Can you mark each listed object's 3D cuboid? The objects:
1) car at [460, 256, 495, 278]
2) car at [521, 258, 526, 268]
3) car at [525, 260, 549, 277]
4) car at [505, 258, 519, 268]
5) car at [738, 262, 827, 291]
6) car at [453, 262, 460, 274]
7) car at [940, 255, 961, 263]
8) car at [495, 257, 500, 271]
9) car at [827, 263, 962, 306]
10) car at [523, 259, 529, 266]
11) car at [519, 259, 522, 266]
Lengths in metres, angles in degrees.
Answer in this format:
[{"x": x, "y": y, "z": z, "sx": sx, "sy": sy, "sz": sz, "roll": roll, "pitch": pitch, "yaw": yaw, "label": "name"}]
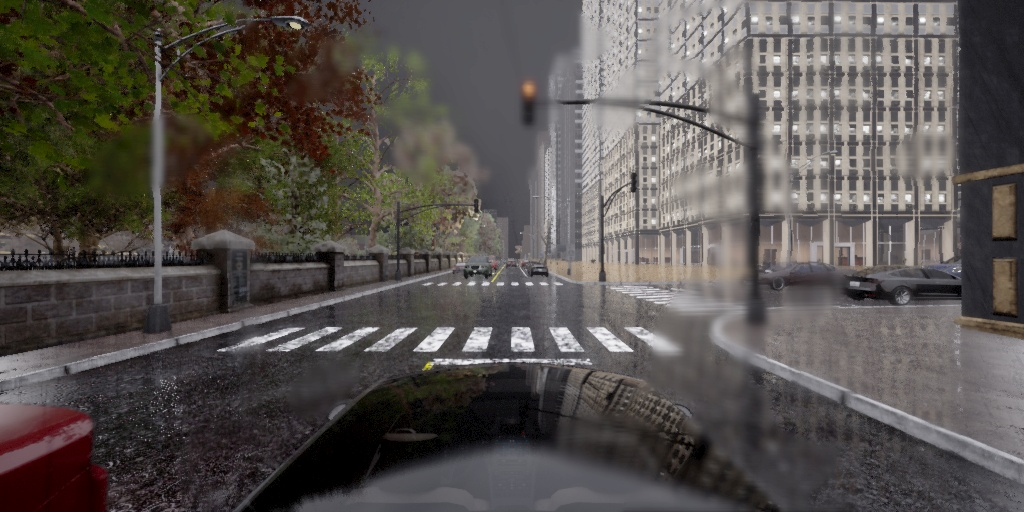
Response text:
[{"x": -3.132, "y": 0.985, "z": 33.817, "sx": 2.150, "sy": 2.045, "sz": 5.566, "roll": 0, "pitch": 0, "yaw": 2, "label": "car"}, {"x": 2.604, "y": 1.338, "z": 46.985, "sx": 1.948, "sy": 1.339, "sz": 4.313, "roll": 0, "pitch": 0, "yaw": 0, "label": "car"}, {"x": 2.625, "y": 1.330, "z": 35.720, "sx": 1.948, "sy": 1.339, "sz": 4.313, "roll": 0, "pitch": 0, "yaw": 0, "label": "car"}, {"x": -0.116, "y": 1.294, "z": 62.551, "sx": 1.837, "sy": 1.490, "sz": 4.892, "roll": 0, "pitch": 0, "yaw": 0, "label": "car"}, {"x": 15.107, "y": 1.025, "z": 18.958, "sx": 5.357, "sy": 1.411, "sz": 2.033, "roll": -1, "pitch": 0, "yaw": 0, "label": "car"}, {"x": -5.766, "y": 1.350, "z": 41.337, "sx": 1.802, "sy": 1.307, "sz": 4.207, "roll": 0, "pitch": 0, "yaw": 0, "label": "car"}, {"x": 24.505, "y": 0.669, "z": 19.025, "sx": 4.553, "sy": 1.767, "sz": 2.097, "roll": -1, "pitch": 0, "yaw": 0, "label": "car"}, {"x": -3.191, "y": 1.000, "z": 50.716, "sx": 2.150, "sy": 2.045, "sz": 5.566, "roll": 0, "pitch": 0, "yaw": 0, "label": "car"}, {"x": 14.663, "y": 1.026, "z": 13.160, "sx": 4.313, "sy": 1.339, "sz": 1.948, "roll": 0, "pitch": 0, "yaw": 0, "label": "car"}, {"x": 2.615, "y": 1.334, "z": 41.353, "sx": 1.948, "sy": 1.339, "sz": 4.313, "roll": 0, "pitch": 0, "yaw": 0, "label": "car"}, {"x": 2.573, "y": 1.336, "z": 63.883, "sx": 1.888, "sy": 1.381, "sz": 4.507, "roll": 0, "pitch": 0, "yaw": 0, "label": "car"}]
